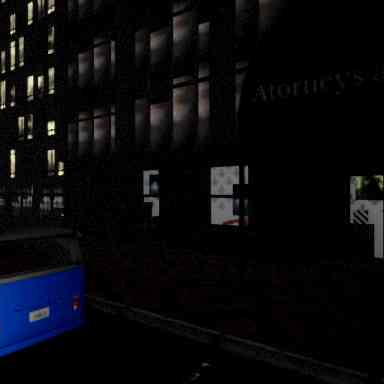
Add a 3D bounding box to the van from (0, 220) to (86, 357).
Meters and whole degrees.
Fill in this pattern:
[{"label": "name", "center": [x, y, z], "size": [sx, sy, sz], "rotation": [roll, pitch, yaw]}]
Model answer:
[{"label": "van", "center": [-3.467, 1.342, 5.365], "size": [3.998, 1.788, 1.690], "rotation": [0, 0, 36]}]
